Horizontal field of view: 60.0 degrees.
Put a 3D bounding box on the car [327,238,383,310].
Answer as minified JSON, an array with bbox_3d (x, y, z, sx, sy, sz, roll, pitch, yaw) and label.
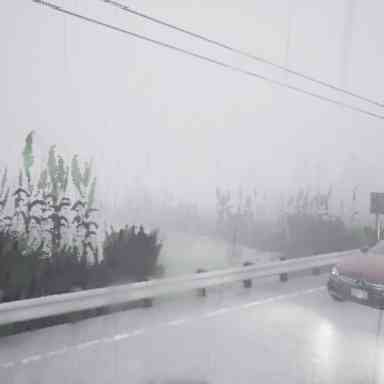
[{"bbox_3d":[5.007,1.689,7.413,4.674,1.442,1.812,2,-1,-34],"label":"car"}]
